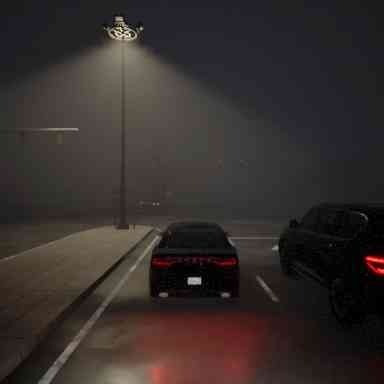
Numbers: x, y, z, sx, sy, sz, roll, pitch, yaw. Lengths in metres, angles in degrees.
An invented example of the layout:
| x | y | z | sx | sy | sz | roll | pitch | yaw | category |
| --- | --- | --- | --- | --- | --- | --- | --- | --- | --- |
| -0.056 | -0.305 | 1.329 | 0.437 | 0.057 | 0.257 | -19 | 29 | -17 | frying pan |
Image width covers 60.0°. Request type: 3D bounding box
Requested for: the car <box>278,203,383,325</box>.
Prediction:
| x | y | z | sx | sy | sz | roll | pitch | yaw | category |
| --- | --- | --- | --- | --- | --- | --- | --- | --- | --- |
| 3.565 | 1.233 | 7.253 | 2.150 | 2.045 | 5.566 | 0 | 0 | 0 | car |

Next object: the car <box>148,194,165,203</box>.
| x | y | z | sx | sy | sz | roll | pitch | yaw | category |
| --- | --- | --- | --- | --- | --- | --- | --- | --- | --- |
| -8.015 | 1.646 | 75.525 | 2.128 | 1.511 | 4.902 | 0 | 0 | 0 | car |

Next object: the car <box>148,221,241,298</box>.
| x | y | z | sx | sy | sz | roll | pitch | yaw | category |
| --- | --- | --- | --- | --- | --- | --- | --- | --- | --- |
| 0.062 | 1.492 | 8.599 | 1.882 | 1.535 | 5.008 | 0 | 0 | 0 | car |

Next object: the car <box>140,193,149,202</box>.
| x | y | z | sx | sy | sz | roll | pitch | yaw | category |
| --- | --- | --- | --- | --- | --- | --- | --- | --- | --- |
| -11.516 | 1.357 | 82.716 | 2.150 | 2.045 | 5.566 | 0 | 0 | 0 | car |
